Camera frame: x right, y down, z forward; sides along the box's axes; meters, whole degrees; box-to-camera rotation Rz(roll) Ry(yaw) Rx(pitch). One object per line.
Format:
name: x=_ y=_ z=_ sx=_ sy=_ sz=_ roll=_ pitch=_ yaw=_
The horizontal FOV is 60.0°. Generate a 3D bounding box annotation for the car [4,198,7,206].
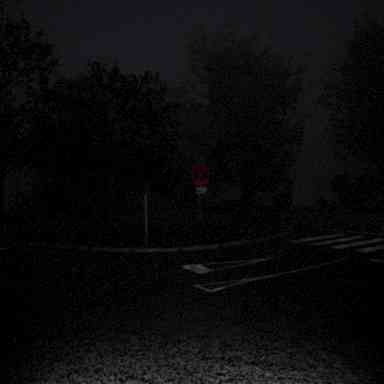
car: x=-41.068 y=2.770 z=78.922 sx=5.008 sy=1.535 sz=2.097 roll=-1 pitch=0 yaw=-34

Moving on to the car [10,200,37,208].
car: x=-36.369 y=2.638 z=71.875 sx=4.892 sy=1.521 sz=2.231 roll=-1 pitch=-1 yaw=-34

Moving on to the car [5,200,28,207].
car: x=-44.163 y=2.887 z=83.644 sx=4.792 sy=1.488 sz=2.163 roll=-1 pitch=-1 yaw=-34

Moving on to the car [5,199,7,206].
car: x=-39.505 y=2.728 z=76.570 sx=4.892 sy=1.521 sz=2.231 roll=-1 pitch=-1 yaw=-34

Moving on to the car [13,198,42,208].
car: x=-31.738 y=2.363 z=64.774 sx=4.553 sy=1.767 sz=2.185 roll=-1 pitch=0 yaw=-34

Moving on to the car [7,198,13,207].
car: x=-34.908 y=2.342 z=69.609 sx=5.566 sy=2.045 sz=2.435 roll=-1 pitch=-1 yaw=-34
